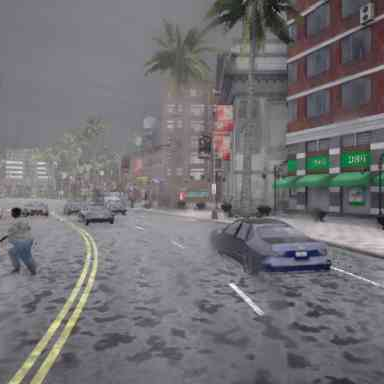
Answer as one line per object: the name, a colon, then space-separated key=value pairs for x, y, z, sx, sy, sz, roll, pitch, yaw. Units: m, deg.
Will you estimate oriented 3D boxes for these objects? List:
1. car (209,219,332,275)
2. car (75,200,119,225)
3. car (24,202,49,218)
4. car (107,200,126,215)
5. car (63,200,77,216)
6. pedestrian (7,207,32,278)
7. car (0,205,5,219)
car: x=2.085 y=1.547 z=10.493 sx=2.033 sy=1.411 sz=5.357 roll=0 pitch=0 yaw=-13
car: x=-6.990 y=1.564 z=24.076 sx=1.994 sy=1.385 sz=4.181 roll=0 pitch=0 yaw=-26
car: x=-14.010 y=1.565 z=29.866 sx=1.994 sy=1.385 sz=4.181 roll=0 pitch=0 yaw=-27
car: x=-8.130 y=1.547 z=34.011 sx=2.033 sy=1.411 sz=5.357 roll=0 pitch=0 yaw=-25
car: x=-11.695 y=1.547 z=33.307 sx=2.033 sy=1.411 sz=5.357 roll=0 pitch=0 yaw=-27
pedestrian: x=-4.533 y=1.294 z=8.757 sx=0.375 sy=1.860 sz=0.375 roll=0 pitch=0 yaw=-13
car: x=-17.074 y=1.525 z=28.174 sx=1.812 sy=1.442 sz=4.674 roll=0 pitch=0 yaw=-27
